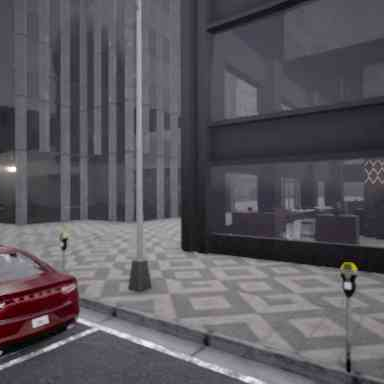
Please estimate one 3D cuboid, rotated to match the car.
[{"bbox_3d":[-3.818,1.591,5.694,4.507,1.381,1.887,-1,0,36],"label":"car"}]
